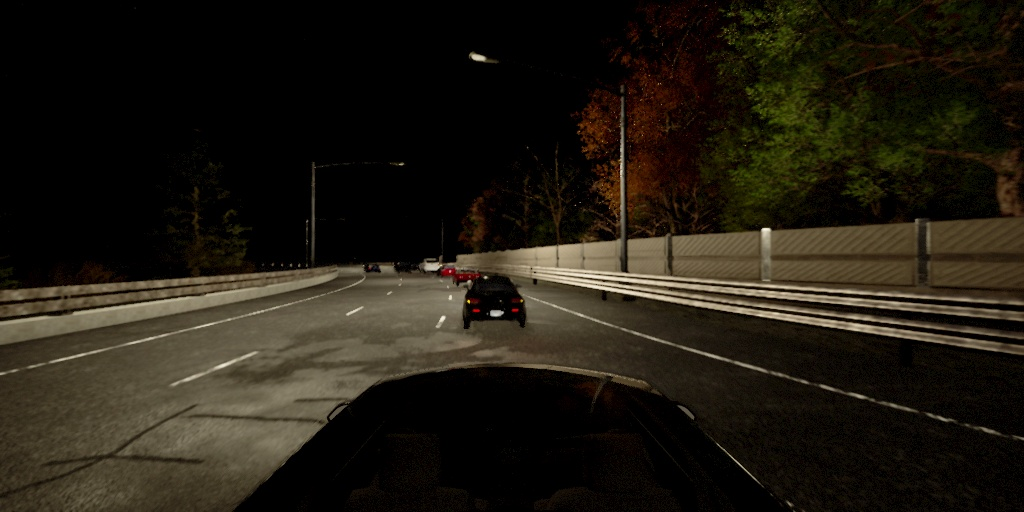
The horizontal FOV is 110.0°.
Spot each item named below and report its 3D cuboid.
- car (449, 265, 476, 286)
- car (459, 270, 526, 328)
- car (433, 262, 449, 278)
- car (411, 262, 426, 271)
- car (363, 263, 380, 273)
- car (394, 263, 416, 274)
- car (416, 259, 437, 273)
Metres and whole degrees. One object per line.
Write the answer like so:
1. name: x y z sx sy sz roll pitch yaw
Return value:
1. car: -3.627 1.592 28.130 1.895 1.301 4.718 0 -1 -14
2. car: -0.635 1.366 11.774 1.812 1.442 4.674 0 0 -5
3. car: -7.361 1.671 40.631 1.994 1.385 4.181 0 -1 -21
4. car: -16.527 1.867 63.146 2.033 1.411 5.357 0 -1 -20
5. car: -20.861 1.785 53.300 2.033 1.411 5.357 0 -1 -29
6. car: -15.429 1.696 50.408 2.128 1.511 4.902 0 -1 -26
7. car: -12.032 1.436 51.777 2.150 2.045 5.566 0 0 -23
